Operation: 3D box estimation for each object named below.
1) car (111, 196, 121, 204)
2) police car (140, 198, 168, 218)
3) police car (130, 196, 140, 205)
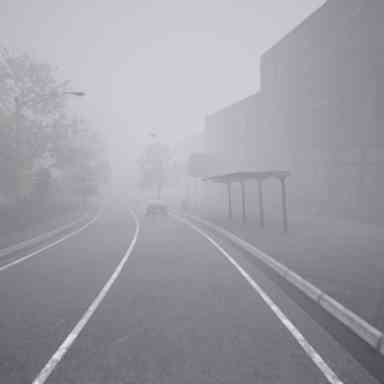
[{"bbox_3d":[-15.286,1.615,66.926,1.882,1.535,5.008,-1,0,-13],"label":"car"},{"bbox_3d":[-3.410,1.407,30.630,1.930,1.638,5.238,-1,0,-12],"label":"police car"},{"bbox_3d":[-10.366,1.556,61.112,2.038,1.542,4.974,-2,1,-13],"label":"police car"}]
